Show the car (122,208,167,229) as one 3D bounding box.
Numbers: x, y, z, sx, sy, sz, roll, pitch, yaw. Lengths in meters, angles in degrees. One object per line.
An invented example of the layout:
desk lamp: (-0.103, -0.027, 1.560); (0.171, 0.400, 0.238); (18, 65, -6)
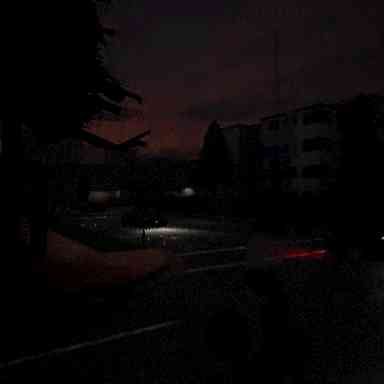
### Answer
car: (-3.458, 1.806, 23.787); (1.994, 1.385, 4.181); (1, -1, -34)

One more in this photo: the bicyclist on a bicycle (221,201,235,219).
bicyclist on a bicycle: (3.248, 1.642, 29.894); (1.656, 1.620, 0.582); (0, 0, -34)

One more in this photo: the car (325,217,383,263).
car: (7.232, 1.645, 11.360); (5.008, 1.535, 1.882); (-1, 0, 30)

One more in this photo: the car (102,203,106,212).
car: (-13.180, 1.881, 44.165); (1.882, 1.535, 5.008); (1, -1, -41)

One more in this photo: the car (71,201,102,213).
car: (-12.048, 1.518, 36.719); (2.033, 1.411, 5.357); (1, -1, -34)
